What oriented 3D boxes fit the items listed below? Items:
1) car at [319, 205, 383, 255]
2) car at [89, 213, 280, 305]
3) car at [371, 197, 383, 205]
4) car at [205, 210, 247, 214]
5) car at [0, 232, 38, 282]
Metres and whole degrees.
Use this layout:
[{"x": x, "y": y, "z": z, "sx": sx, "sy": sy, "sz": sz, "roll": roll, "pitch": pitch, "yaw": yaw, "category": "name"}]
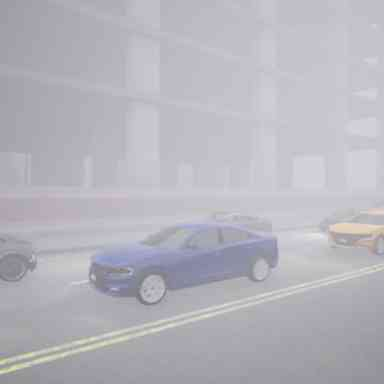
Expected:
[{"x": 7.607, "y": 1.522, "z": 13.682, "sx": 5.008, "sy": 1.535, "sz": 1.882, "roll": 0, "pitch": 0, "yaw": -35, "category": "car"}, {"x": 0.022, "y": 1.493, "z": 8.279, "sx": 5.008, "sy": 1.535, "sz": 1.882, "roll": 0, "pitch": 0, "yaw": -35, "category": "car"}, {"x": 13.559, "y": 1.302, "z": 22.144, "sx": 5.566, "sy": 2.045, "sz": 2.150, "roll": -5, "pitch": 3, "yaw": -35, "category": "car"}, {"x": 1.189, "y": 1.519, "z": 13.423, "sx": 4.902, "sy": 1.511, "sz": 2.128, "roll": 0, "pitch": 0, "yaw": -35, "category": "car"}, {"x": -6.116, "y": 1.563, "z": 8.229, "sx": 4.181, "sy": 1.385, "sz": 1.994, "roll": 0, "pitch": 0, "yaw": -35, "category": "car"}]
